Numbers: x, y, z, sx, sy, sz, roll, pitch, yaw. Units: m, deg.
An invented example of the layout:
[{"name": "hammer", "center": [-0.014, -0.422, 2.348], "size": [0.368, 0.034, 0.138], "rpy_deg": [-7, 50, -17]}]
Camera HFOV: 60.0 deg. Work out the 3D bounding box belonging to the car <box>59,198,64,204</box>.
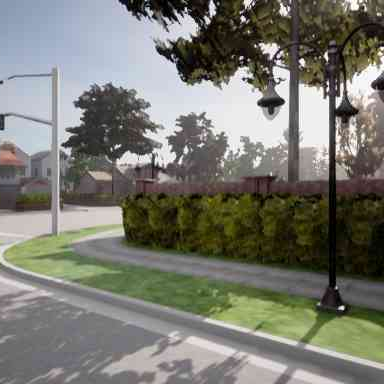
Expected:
[{"name": "car", "center": [-19.517, 1.132, 45.948], "size": [3.806, 1.475, 1.970], "rpy_deg": [0, 0, 36]}]
